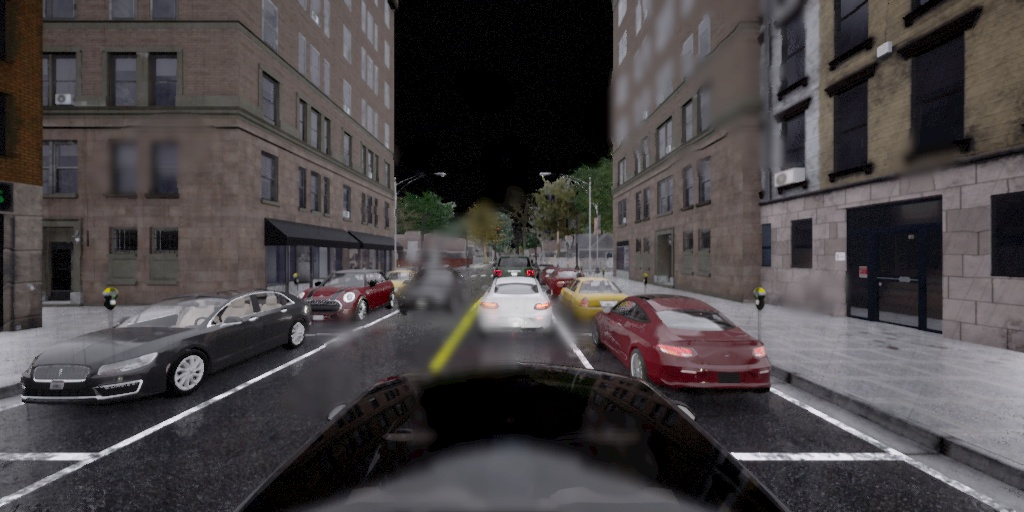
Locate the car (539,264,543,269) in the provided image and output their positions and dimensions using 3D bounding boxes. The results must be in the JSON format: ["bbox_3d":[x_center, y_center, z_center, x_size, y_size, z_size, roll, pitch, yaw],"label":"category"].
[{"bbox_3d":[2.648,1.334,22.986,1.802,1.307,4.207,0,0,0],"label":"car"}]

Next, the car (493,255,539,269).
[{"bbox_3d":[0.110,0.973,19.914,2.150,2.045,5.566,0,0,0],"label":"car"}]

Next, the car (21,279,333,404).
[{"bbox_3d":[-5.386,1.299,6.433,2.007,1.370,4.403,0,0,0],"label":"car"}]

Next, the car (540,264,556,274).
[{"bbox_3d":[2.645,1.295,17.468,1.888,1.381,4.507,0,0,0],"label":"car"}]

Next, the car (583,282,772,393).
[{"bbox_3d":[2.639,1.331,6.431,1.802,1.307,4.207,0,0,0],"label":"car"}]

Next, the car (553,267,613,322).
[{"bbox_3d":[2.642,1.275,12.120,1.751,1.417,4.829,0,0,0],"label":"car"}]

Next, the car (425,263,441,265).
[{"bbox_3d":[-5.377,1.192,22.989,1.967,1.591,4.097,0,0,0],"label":"car"}]

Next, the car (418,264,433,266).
[{"bbox_3d":[-5.380,1.276,17.300,1.751,1.417,4.829,0,0,0],"label":"car"}]

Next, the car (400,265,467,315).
[{"bbox_3d":[-2.841,1.254,13.721,1.837,1.490,4.892,0,0,0],"label":"car"}]

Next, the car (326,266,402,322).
[{"bbox_3d":[-5.383,1.189,11.951,1.967,1.591,4.097,0,0,0],"label":"car"}]

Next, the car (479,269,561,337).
[{"bbox_3d":[0.103,1.275,10.152,1.812,1.442,4.674,0,0,0],"label":"car"}]
